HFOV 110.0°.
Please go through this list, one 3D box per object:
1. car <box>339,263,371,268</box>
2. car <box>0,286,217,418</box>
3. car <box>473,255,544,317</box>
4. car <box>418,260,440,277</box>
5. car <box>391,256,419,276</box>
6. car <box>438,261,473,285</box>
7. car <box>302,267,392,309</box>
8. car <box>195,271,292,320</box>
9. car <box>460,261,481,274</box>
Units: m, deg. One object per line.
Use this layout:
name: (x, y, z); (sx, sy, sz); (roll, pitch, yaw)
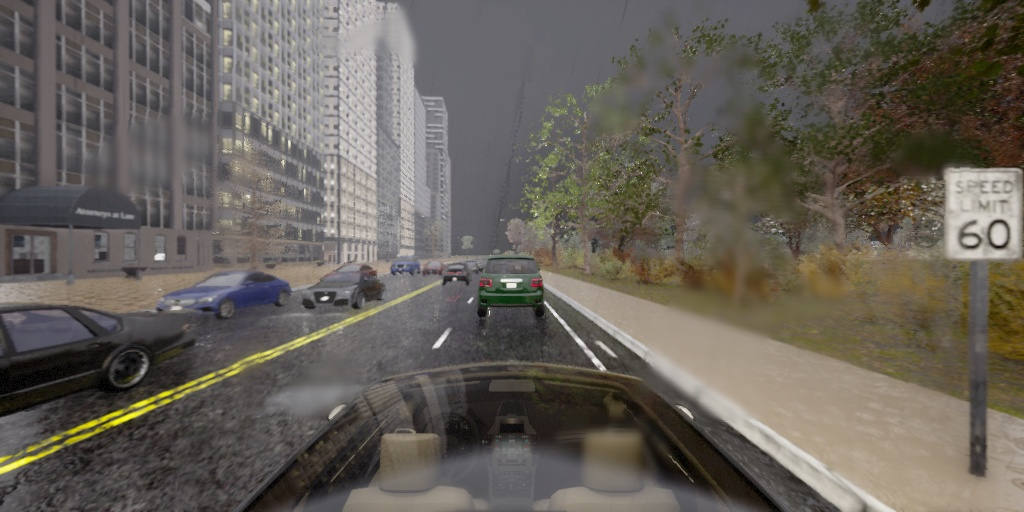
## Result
car: (-10.261, 1.243, 23.163); (1.882, 1.535, 5.008); (0, 0, -2)
car: (-6.577, 1.304, 4.007); (2.033, 1.411, 5.357); (0, 0, 0)
car: (-0.081, 0.975, 13.446); (2.150, 2.045, 5.566); (0, 0, -1)
car: (-7.789, 1.244, 36.344); (1.882, 1.535, 5.008); (0, 0, -3)
car: (-11.132, 0.997, 38.027); (2.150, 2.045, 5.566); (0, 0, -3)
car: (-3.889, 1.266, 26.129); (1.837, 1.490, 4.892); (0, 0, -3)
car: (-6.698, 1.324, 14.736); (1.994, 1.385, 4.181); (0, 0, -1)
car: (-9.899, 1.288, 12.878); (1.812, 1.442, 4.674); (0, 0, -1)
car: (-4.780, 1.312, 41.870); (2.033, 1.411, 5.357); (0, 0, -3)
